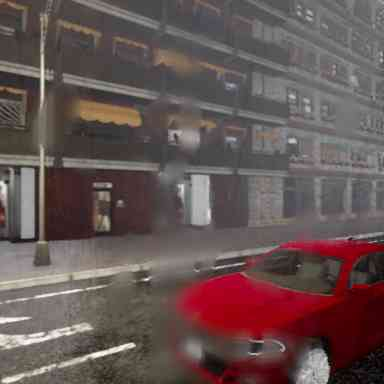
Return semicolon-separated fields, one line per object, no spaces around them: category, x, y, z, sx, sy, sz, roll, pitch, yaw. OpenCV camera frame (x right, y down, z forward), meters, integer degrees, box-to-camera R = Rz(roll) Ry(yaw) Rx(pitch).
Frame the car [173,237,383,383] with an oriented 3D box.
car;2.052;1.523;5.200;5.008;1.535;1.882;1;0;-36
